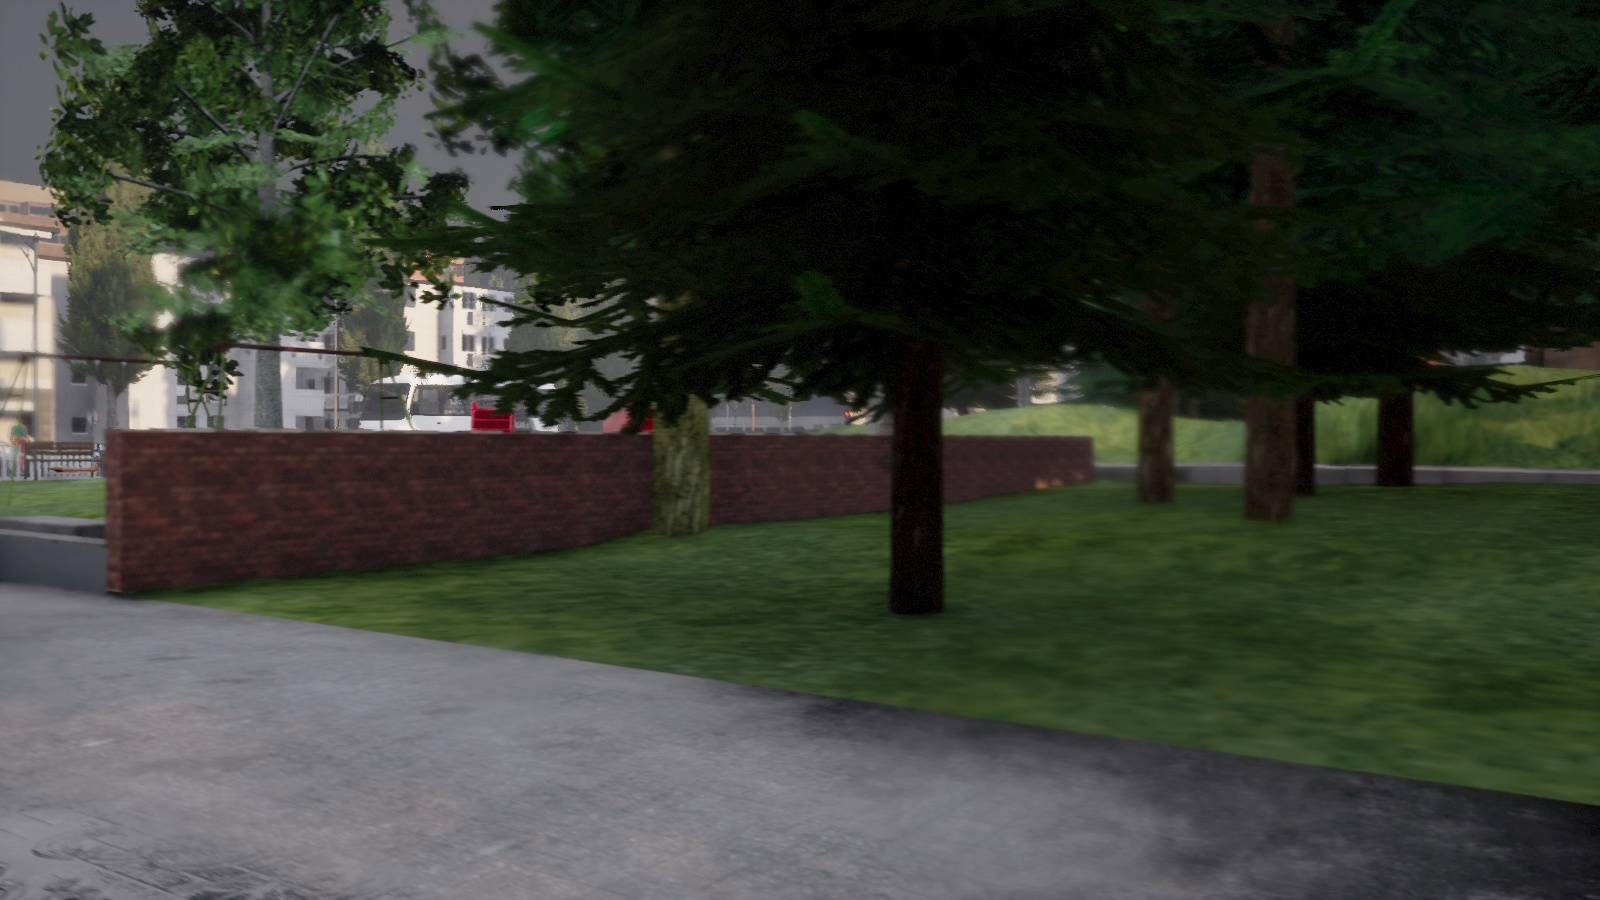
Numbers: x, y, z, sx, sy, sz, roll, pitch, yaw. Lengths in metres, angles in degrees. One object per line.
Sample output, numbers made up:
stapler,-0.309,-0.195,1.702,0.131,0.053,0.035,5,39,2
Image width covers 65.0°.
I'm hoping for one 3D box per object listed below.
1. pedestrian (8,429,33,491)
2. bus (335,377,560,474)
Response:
pedestrian,-23.102,0.289,37.210,0.345,1.836,0.594,-1,1,-3
bus,-16.614,-1.143,60.275,3.944,4.253,10.273,0,1,33
